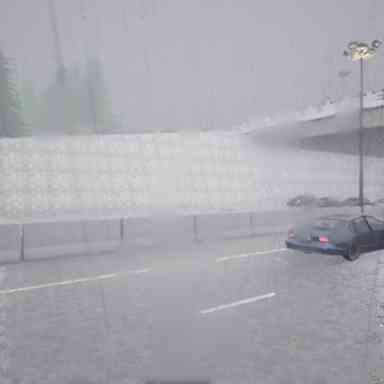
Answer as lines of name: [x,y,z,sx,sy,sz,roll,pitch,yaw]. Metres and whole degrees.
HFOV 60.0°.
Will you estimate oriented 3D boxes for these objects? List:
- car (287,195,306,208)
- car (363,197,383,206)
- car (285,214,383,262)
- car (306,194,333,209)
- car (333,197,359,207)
car: [14.626,1.151,43.912,4.553,1.767,2.097,0,0,-35]
car: [20.430,1.386,35.170,5.357,1.411,2.033,0,0,-35]
car: [5.693,1.492,11.958,5.357,1.411,2.033,0,0,-35]
car: [16.537,1.338,40.983,4.674,1.442,1.812,0,0,-35]
car: [18.783,1.330,38.283,4.892,1.490,1.837,0,0,-35]
